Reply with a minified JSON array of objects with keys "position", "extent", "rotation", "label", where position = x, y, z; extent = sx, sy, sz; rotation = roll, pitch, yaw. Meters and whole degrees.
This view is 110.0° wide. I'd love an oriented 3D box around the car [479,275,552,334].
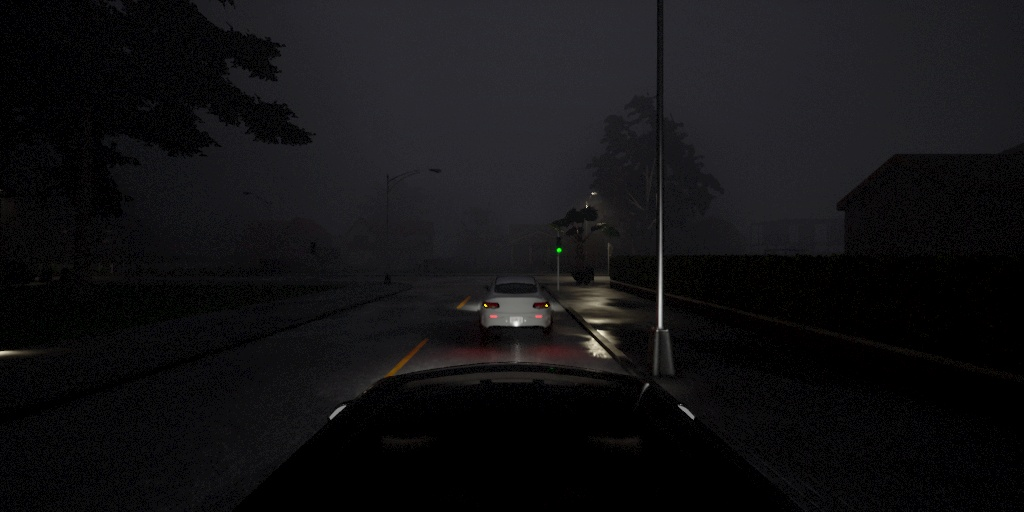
[{"position":[0.092,1.283,10.475],"extent":[1.812,1.442,4.674],"rotation":[0,0,0],"label":"car"}]
